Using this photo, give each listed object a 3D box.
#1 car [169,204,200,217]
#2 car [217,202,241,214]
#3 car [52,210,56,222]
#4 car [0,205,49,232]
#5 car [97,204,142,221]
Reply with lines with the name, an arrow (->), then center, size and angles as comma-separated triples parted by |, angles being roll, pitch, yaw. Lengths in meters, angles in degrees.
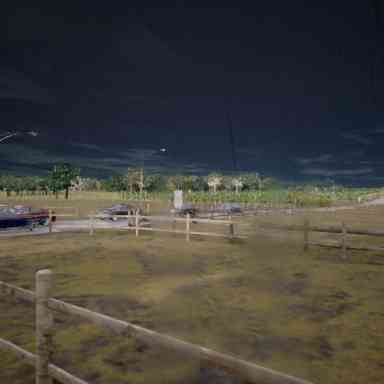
car -> -0.934, 2.190, 40.544 | 2.128, 1.511, 4.902 | 1, -1, 35
car -> 5.551, 2.342, 49.656 | 2.097, 1.767, 4.553 | 1, -1, 36
car -> -12.489, 1.722, 24.230 | 1.882, 1.535, 5.008 | 1, -1, 37
car -> -11.562, 1.591, 20.605 | 2.097, 1.767, 4.553 | 1, -1, 39
car -> -6.905, 1.958, 32.085 | 1.837, 1.490, 4.892 | 1, -1, 35
